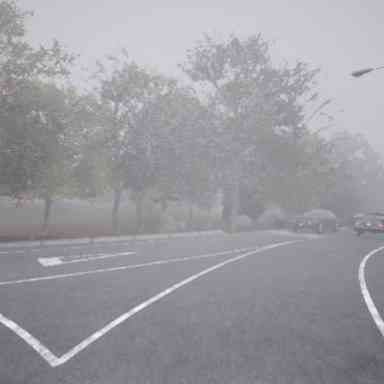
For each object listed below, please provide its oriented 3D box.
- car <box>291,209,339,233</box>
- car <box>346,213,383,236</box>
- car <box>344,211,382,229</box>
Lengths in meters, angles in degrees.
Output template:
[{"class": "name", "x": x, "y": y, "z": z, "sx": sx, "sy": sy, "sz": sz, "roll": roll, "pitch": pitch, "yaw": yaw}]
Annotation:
[{"class": "car", "x": 8.564, "y": 1.951, "z": 22.918, "sx": 1.837, "sy": 1.490, "sz": 4.892, "roll": 1, "pitch": -3, "yaw": 43}, {"class": "car", "x": 11.856, "y": 2.061, "z": 21.007, "sx": 2.033, "sy": 1.411, "sz": 5.357, "roll": 1, "pitch": -3, "yaw": 42}, {"class": "car", "x": 16.147, "y": 2.672, "z": 31.273, "sx": 1.882, "sy": 1.535, "sz": 5.008, "roll": 1, "pitch": -4, "yaw": 42}]
